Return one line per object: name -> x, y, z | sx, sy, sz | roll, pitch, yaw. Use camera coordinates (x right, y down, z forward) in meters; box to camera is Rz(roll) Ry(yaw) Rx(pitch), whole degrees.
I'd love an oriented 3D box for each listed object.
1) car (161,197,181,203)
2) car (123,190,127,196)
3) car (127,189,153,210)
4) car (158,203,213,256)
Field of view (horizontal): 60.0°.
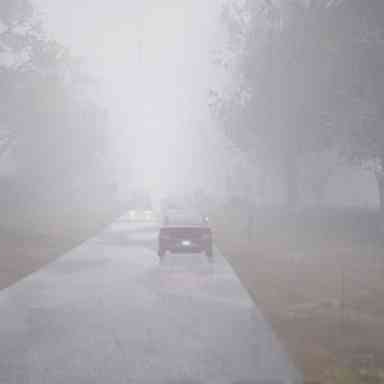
car -> -2.017, 1.173, 32.369 | 2.033, 1.411, 5.357 | 1, 1, -7
car -> -14.684, 0.292, 77.045 | 2.150, 2.045, 5.566 | 1, 0, -16
car -> -5.443, 0.745, 35.682 | 2.150, 2.045, 5.566 | 1, 1, -8
car -> -0.308, 1.431, 13.037 | 1.882, 1.535, 5.008 | 1, 1, -3
